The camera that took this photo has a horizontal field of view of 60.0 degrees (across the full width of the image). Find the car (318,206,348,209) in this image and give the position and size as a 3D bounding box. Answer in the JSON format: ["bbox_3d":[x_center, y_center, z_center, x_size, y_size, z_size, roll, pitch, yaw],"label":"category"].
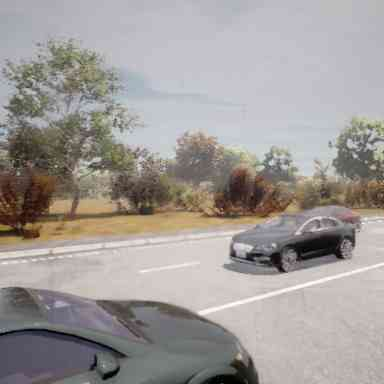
[{"bbox_3d":[7.244,1.469,17.768,4.674,1.442,1.812,0,0,-35],"label":"car"}]

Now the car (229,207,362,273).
[{"bbox_3d":[3.350,1.460,10.680,4.902,1.511,2.128,0,0,-35],"label":"car"}]

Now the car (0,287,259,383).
[{"bbox_3d":[-1.410,1.563,2.741,4.181,1.385,1.994,0,0,-35],"label":"car"}]
